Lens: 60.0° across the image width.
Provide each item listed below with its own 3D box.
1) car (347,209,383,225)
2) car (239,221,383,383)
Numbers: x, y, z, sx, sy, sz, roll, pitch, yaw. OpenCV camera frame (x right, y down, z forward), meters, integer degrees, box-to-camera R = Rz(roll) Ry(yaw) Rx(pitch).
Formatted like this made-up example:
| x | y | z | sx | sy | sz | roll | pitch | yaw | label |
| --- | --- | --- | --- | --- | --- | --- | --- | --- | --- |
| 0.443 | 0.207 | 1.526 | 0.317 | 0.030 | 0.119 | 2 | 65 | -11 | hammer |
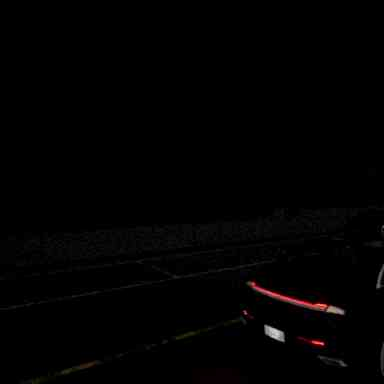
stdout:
| x | y | z | sx | sy | sz | roll | pitch | yaw | label |
| --- | --- | --- | --- | --- | --- | --- | --- | --- | --- |
| 9.998 | 1.567 | 17.645 | 4.313 | 1.339 | 1.947 | 0 | 0 | -36 | car |
| 2.967 | 1.492 | 5.433 | 4.902 | 1.511 | 2.128 | 0 | 0 | -35 | car |
